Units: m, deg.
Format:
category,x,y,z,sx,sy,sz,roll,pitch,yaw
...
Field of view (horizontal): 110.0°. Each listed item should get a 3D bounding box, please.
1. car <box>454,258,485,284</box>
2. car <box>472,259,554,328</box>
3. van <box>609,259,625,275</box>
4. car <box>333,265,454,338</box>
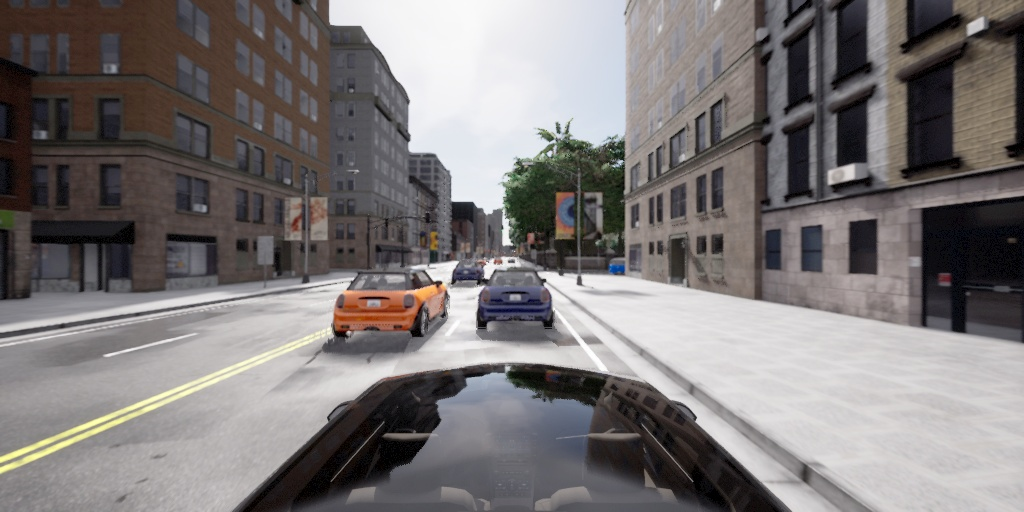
category,x,y,z,sx,sy,sz,roll,pitch,yaw
car,-3.191,1.124,26.888,2.097,1.767,4.553,0,0,0
car,0.082,1.110,11.538,2.097,1.767,4.553,0,0,0
van,12.105,1.186,37.247,3.998,1.789,1.690,0,0,1
car,-3.162,1.109,10.321,2.097,1.767,4.553,0,0,0
